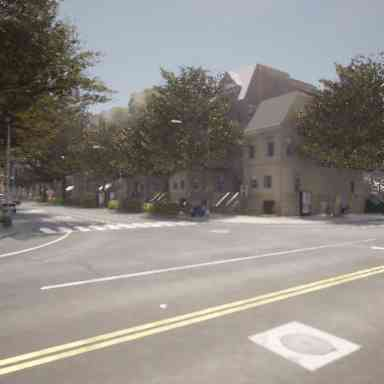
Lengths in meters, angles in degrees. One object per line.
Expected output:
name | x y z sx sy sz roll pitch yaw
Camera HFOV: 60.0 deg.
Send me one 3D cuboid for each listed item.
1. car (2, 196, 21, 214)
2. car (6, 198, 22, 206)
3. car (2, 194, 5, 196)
car | -20.332 1.520 36.086 2.231 1.521 4.892 1 0 -35
car | -30.212 1.674 56.336 1.895 1.301 4.718 1 0 -35
car | -28.144 1.274 48.156 2.435 2.045 5.566 1 0 -35
